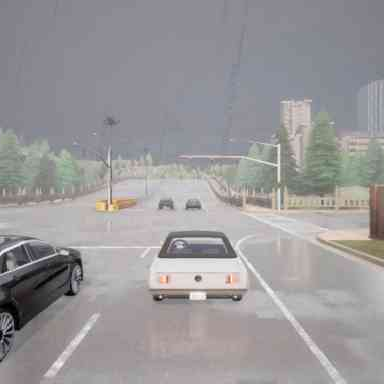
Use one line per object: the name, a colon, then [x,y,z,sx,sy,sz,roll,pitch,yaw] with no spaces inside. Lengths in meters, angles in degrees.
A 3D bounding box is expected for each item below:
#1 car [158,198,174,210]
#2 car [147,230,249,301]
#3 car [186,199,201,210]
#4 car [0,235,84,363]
car: [-3.318,1.505,43.744,1.837,1.490,4.892,0,0,0]
car: [0.115,1.601,8.268,1.895,1.301,4.718,0,0,0]
car: [0.184,1.564,43.891,1.994,1.385,4.181,0,0,0]
car: [-3.389,1.492,5.732,2.128,1.511,4.902,0,0,0]
